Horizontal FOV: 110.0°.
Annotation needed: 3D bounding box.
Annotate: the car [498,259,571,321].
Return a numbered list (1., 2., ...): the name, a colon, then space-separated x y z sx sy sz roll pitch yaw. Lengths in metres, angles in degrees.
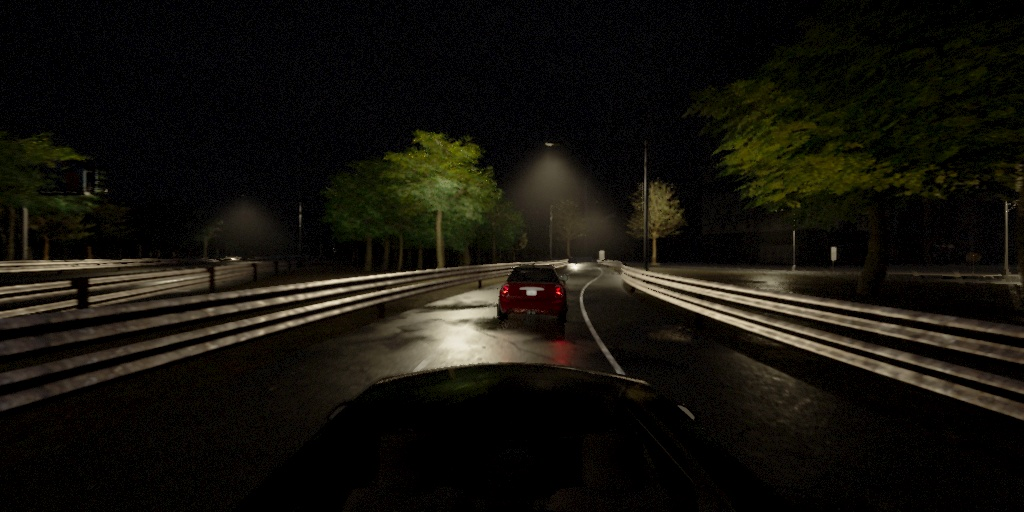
1. car: 0.876 1.094 12.625 2.097 1.767 4.553 1 0 8
